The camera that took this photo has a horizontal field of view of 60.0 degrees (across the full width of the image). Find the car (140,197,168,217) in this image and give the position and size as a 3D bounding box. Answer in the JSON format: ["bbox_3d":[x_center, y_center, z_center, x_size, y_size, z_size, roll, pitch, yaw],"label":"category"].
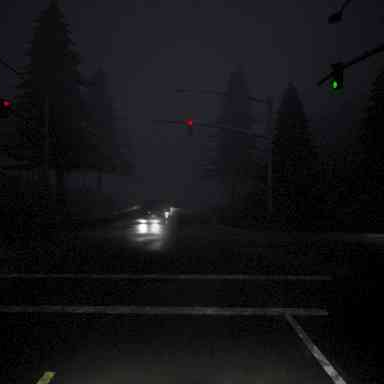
[{"bbox_3d":[-3.653,1.490,30.775,2.128,1.511,4.902,0,0,0],"label":"car"}]

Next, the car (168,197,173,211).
[{"bbox_3d":[-3.648,1.476,40.278,1.882,1.535,5.008,0,0,0],"label":"car"}]

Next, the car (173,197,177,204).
[{"bbox_3d":[-3.937,1.489,50.429,2.128,1.511,4.902,0,0,-7],"label":"car"}]

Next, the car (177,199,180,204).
[{"bbox_3d":[-4.099,1.561,61.619,1.994,1.385,4.181,0,0,-39],"label":"car"}]
